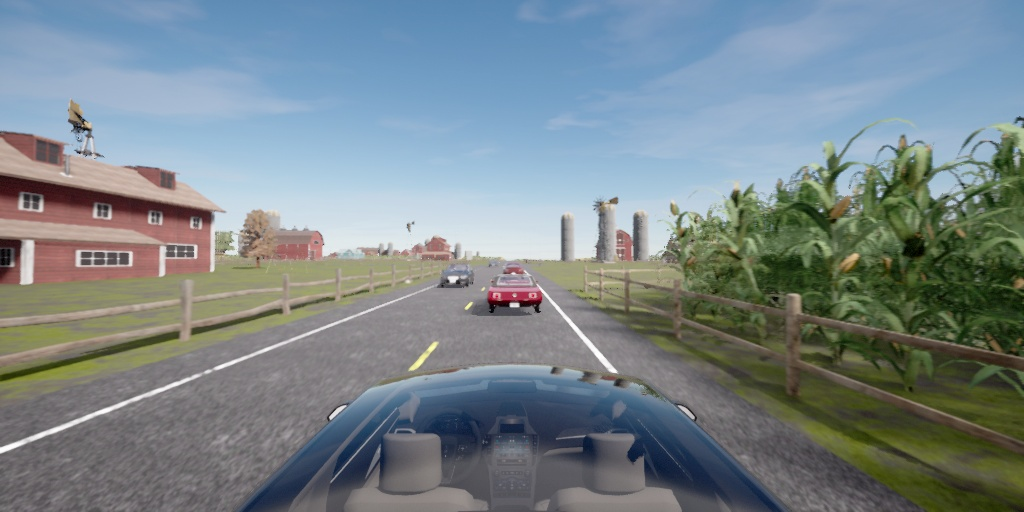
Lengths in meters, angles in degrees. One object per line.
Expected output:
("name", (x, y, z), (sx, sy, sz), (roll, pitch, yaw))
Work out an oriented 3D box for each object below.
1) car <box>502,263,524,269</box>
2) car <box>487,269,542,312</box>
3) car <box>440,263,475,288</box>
("car", (0.122, 1.308, 32.218), (1.812, 1.442, 4.674), (0, 0, 0))
("car", (0.099, 1.360, 14.248), (1.895, 1.301, 4.718), (0, 0, 0))
("car", (-3.588, 1.263, 24.208), (2.128, 1.511, 4.902), (0, 0, 0))
